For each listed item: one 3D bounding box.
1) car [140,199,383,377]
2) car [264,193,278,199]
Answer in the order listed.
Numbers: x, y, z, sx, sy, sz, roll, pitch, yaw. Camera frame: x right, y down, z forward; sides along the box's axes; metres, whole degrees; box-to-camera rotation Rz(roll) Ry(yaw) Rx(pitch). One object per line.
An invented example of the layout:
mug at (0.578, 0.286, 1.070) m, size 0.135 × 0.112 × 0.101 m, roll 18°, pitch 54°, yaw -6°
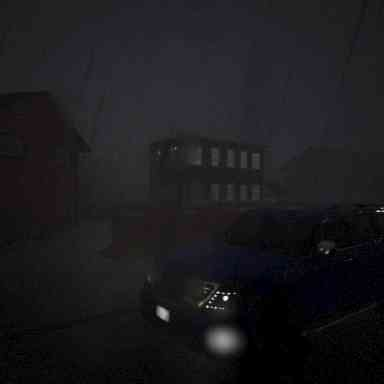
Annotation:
car at (1.866, 1.241, 5.948) m, size 5.566 × 2.045 × 2.150 m, roll 0°, pitch 0°, yaw -36°
car at (5.636, 1.052, 27.645) m, size 3.866 × 1.878 × 1.905 m, roll 0°, pitch 0°, yaw -36°
